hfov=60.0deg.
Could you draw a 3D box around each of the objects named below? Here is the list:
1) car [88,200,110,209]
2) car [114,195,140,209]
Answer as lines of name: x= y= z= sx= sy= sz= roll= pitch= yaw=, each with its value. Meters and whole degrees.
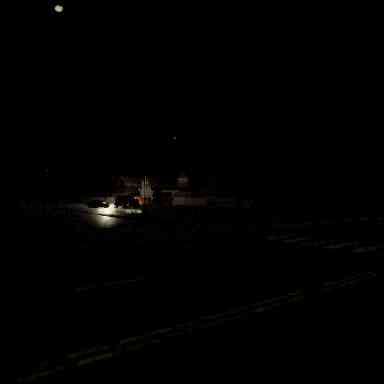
car: x=-14.640 y=1.883 z=51.817 sx=2.033 sy=1.411 sz=5.357 roll=0 pitch=0 yaw=-35
car: x=-10.018 y=1.522 z=50.931 sx=2.150 sy=2.045 sz=5.566 roll=0 pitch=0 yaw=-36
